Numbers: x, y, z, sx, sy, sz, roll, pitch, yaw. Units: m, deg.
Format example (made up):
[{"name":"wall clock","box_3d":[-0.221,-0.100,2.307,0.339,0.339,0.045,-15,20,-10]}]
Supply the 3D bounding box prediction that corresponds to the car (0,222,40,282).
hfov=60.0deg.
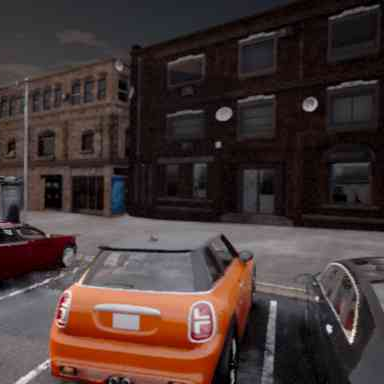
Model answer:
[{"name":"car","box_3d":[-5.097,1.553,8.930,2.097,1.535,5.008,0,-1,14]}]

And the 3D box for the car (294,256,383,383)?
[{"name":"car","box_3d":[2.335,1.483,3.737,2.231,1.521,4.892,0,-1,15]}]

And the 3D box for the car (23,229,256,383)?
[{"name":"car","box_3d":[-0.139,1.380,5.469,2.185,1.767,4.553,0,-1,15]}]
